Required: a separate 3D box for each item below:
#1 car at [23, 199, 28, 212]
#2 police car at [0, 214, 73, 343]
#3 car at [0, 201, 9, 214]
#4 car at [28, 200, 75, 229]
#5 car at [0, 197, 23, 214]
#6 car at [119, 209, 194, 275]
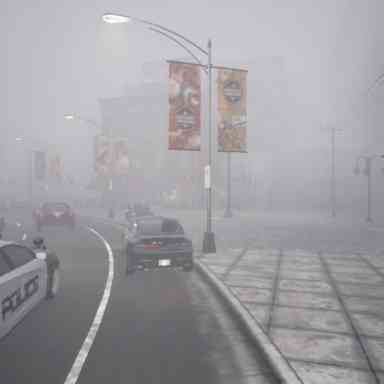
[{"bbox_3d":[-20.128,1.497,38.354,4.674,1.452,2.002,0,0,37],"label":"car"},{"bbox_3d":[-3.583,1.421,5.356,1.930,1.638,5.238,0,0,-7],"label":"police car"},{"bbox_3d":[-12.412,1.512,20.154,1.812,1.442,4.674,0,0,-32],"label":"car"},{"bbox_3d":[-8.780,1.341,20.886,2.097,1.767,4.553,0,0,-30],"label":"car"},{"bbox_3d":[-19.474,1.329,33.750,4.553,1.767,2.097,0,0,41],"label":"car"},{"bbox_3d":[-1.251,1.503,10.602,1.837,1.490,4.892,0,0,-14],"label":"car"}]
